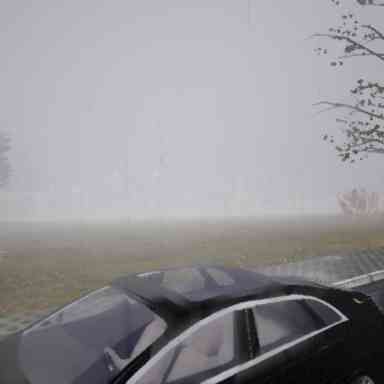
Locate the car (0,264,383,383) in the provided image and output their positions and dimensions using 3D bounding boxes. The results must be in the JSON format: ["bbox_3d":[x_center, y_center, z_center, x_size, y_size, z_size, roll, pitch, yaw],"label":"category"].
[{"bbox_3d":[-0.203,1.499,2.805,4.902,1.511,2.128,0,0,-36],"label":"car"}]
